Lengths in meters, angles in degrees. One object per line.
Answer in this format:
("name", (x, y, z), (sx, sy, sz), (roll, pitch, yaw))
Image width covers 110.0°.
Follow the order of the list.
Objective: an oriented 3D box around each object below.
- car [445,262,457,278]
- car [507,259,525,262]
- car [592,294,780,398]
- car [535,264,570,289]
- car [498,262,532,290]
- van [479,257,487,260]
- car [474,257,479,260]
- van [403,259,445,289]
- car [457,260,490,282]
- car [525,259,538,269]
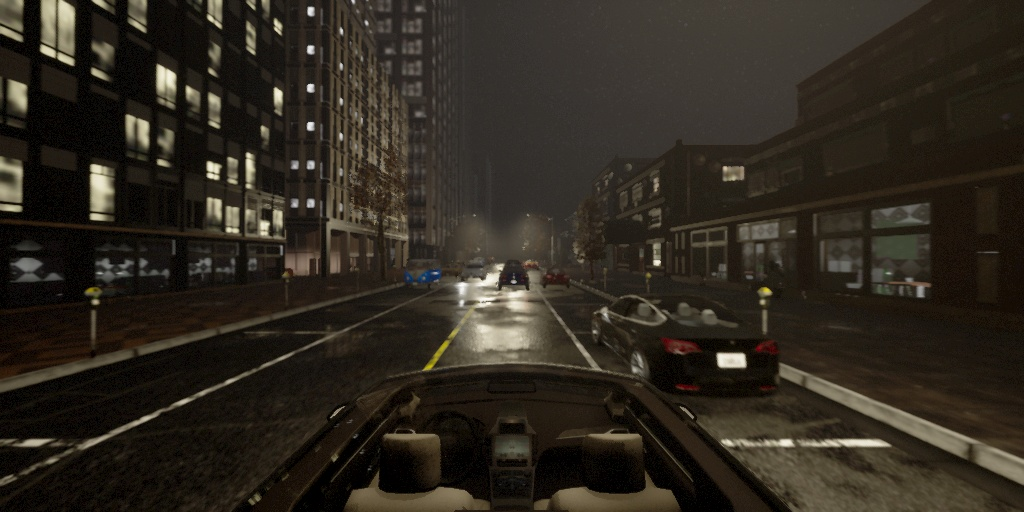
("car", (-5.685, 1.291, 33.997), (1.751, 1.417, 4.829), (0, 0, 0))
("car", (0.107, 1.125, 43.035), (2.097, 1.767, 4.553), (0, 0, 0))
("car", (2.691, 1.317, 6.478), (1.948, 1.339, 4.313), (0, 0, 0))
("car", (2.694, 1.340, 23.089), (1.802, 1.307, 4.207), (0, 0, 0))
("car", (0.105, 1.283, 22.602), (1.812, 1.442, 4.674), (0, 0, 0))
("van", (-5.681, 1.133, 61.850), (1.690, 1.789, 3.998), (0, 0, 0))
("car", (-5.683, 1.215, 45.240), (1.967, 1.591, 4.097), (0, 0, 0))
("van", (-5.687, 1.099, 23.092), (1.690, 1.789, 3.998), (0, 0, 0))
("car", (-3.063, 1.288, 29.370), (1.812, 1.442, 4.674), (0, 0, 0))
("car", (2.699, 1.220, 50.774), (1.967, 1.591, 4.097), (0, 0, 0))
